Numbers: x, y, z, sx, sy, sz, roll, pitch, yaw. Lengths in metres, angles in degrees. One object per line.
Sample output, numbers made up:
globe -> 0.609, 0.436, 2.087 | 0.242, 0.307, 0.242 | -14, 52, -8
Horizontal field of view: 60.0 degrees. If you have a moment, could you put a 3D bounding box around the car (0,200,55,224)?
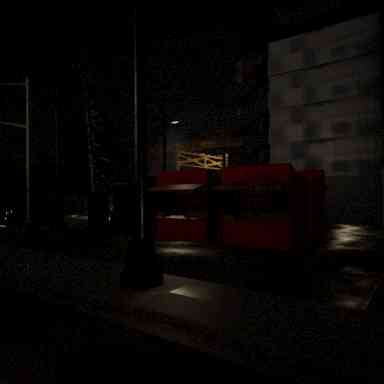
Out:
car -> -12.861, 1.490, 26.262 | 2.097, 1.767, 4.553 | -1, -1, 36

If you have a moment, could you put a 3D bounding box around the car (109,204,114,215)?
car -> -7.147, 1.663, 34.109 | 1.812, 1.442, 4.674 | -1, -1, 36
